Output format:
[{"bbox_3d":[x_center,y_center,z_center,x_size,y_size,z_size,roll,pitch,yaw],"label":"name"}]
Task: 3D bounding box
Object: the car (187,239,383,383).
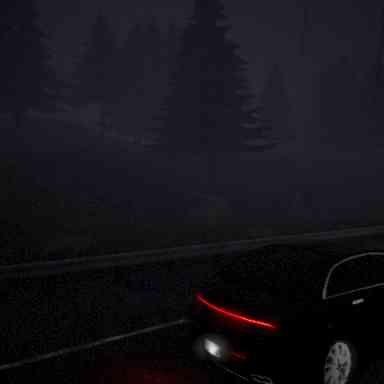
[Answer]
[{"bbox_3d":[2.232,1.507,5.132,4.892,1.490,1.837,0,0,-34],"label":"car"}]
